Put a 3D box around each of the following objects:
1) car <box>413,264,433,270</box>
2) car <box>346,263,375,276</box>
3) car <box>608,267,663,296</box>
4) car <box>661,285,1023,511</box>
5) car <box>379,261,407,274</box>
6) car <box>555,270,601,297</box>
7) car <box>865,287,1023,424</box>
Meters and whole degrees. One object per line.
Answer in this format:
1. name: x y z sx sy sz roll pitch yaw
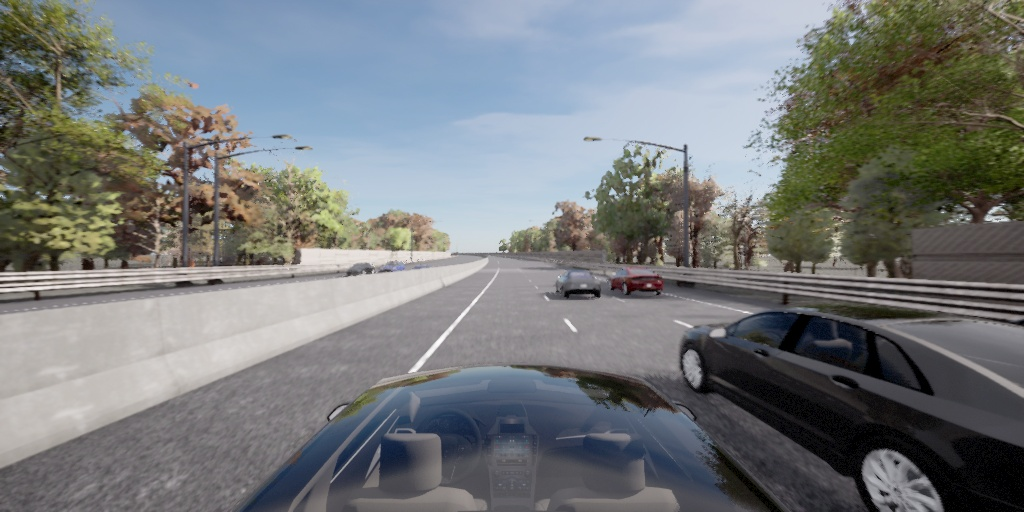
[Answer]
1. car: -10.790 1.648 43.693 1.994 1.385 4.181 0 0 -1
2. car: -17.770 1.585 42.326 1.837 1.490 4.892 0 0 -1
3. car: 7.089 1.401 21.035 1.882 1.535 5.008 0 -1 0
4. car: 3.600 1.274 3.888 1.837 1.490 4.892 0 0 0
5. car: -14.284 1.435 43.178 2.097 1.767 4.553 0 0 -1
6. car: 3.591 1.479 20.038 1.994 1.385 4.181 0 -1 0
7. car: 7.101 1.274 3.827 1.837 1.490 4.892 0 0 0
